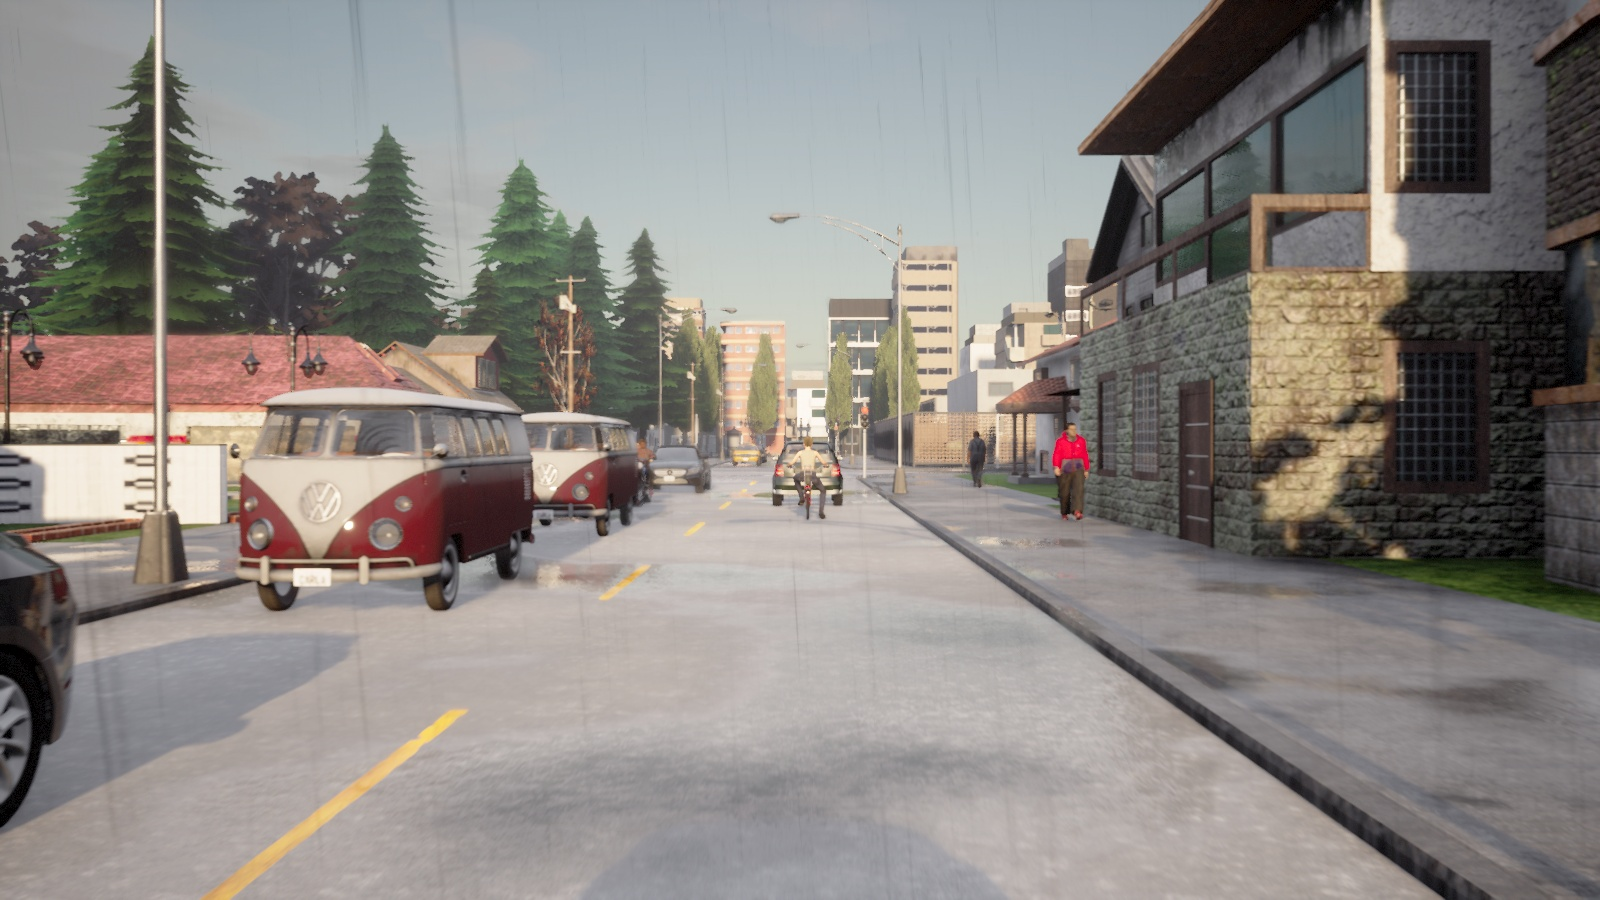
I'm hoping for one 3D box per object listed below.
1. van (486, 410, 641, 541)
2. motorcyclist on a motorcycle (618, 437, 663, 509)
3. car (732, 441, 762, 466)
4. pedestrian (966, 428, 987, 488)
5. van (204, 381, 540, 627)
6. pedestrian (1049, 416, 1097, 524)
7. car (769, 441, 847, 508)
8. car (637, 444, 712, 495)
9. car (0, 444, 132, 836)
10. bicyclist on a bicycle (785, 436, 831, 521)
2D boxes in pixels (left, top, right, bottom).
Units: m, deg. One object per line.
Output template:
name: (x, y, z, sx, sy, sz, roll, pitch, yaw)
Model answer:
van: (-3.866, 0.376, 21.260, 1.775, 1.987, 4.442, 0, 0, 0)
motorcyclist on a motorcycle: (-3.818, 0.524, 30.180, 0.766, 1.649, 2.350, 0, 1, 0)
car: (-3.525, 0.210, 83.727, 1.801, 1.575, 5.366, 0, 0, 0)
pedestrian: (5.455, 0.242, 38.783, 0.540, 1.848, 0.694, 0, 0, 1)
van: (-3.915, 0.426, 12.365, 1.775, 1.987, 4.442, 0, 0, 0)
pedestrian: (4.767, 0.336, 21.951, 0.634, 1.844, 0.899, 0, 0, 0)
car: (0.186, 0.552, 30.750, 1.789, 1.549, 3.705, 0, 0, 0)
car: (-3.771, 0.552, 38.549, 1.812, 1.442, 4.674, 0, 0, 0)
car: (-3.967, 0.730, 3.269, 1.837, 1.490, 4.892, 0, 0, 0)
bicyclist on a bicycle: (0.155, 0.545, 24.565, 0.866, 1.612, 1.509, 0, 0, 0)
